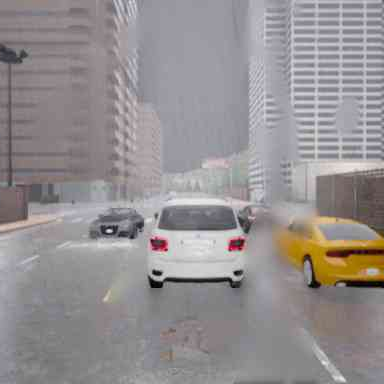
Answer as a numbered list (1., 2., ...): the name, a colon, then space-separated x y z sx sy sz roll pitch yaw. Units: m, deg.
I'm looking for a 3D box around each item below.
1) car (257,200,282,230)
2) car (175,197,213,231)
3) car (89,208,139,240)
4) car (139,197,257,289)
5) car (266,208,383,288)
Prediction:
1. car: 3.600 1.419 18.402 1.812 1.442 4.674 0 0 0
2. car: 0.106 1.233 20.457 2.097 1.767 4.553 0 0 0
3. car: -3.518 1.471 16.202 1.994 1.385 4.181 0 0 1
4. car: 0.105 1.170 9.138 2.150 2.045 5.566 0 1 0
5. car: 3.605 1.425 9.096 1.882 1.535 5.008 0 0 0
